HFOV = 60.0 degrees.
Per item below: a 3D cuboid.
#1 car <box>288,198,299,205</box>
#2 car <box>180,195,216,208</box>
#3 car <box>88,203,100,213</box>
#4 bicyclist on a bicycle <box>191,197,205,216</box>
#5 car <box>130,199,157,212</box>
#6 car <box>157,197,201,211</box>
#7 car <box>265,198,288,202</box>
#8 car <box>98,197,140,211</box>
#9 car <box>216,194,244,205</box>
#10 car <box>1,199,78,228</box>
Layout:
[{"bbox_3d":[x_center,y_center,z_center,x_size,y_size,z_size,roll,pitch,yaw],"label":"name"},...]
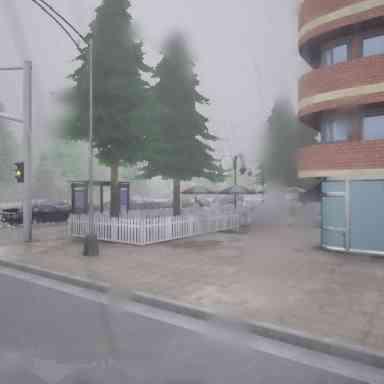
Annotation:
[{"bbox_3d":[16.942,1.450,48.488,4.892,1.490,1.837,0,0,-23],"label":"car"},{"bbox_3d":[0.830,1.508,46.488,4.181,1.385,1.994,0,0,-43],"label":"car"},{"bbox_3d":[-11.254,1.545,31.572,1.895,1.301,4.718,0,0,36],"label":"car"},{"bbox_3d":[0.434,1.245,27.308,1.656,1.620,0.582,0,0,36],"label":"bicyclist on a bicycle"},{"bbox_3d":[-5.784,1.545,38.931,1.895,1.301,4.718,0,0,37],"label":"car"},{"bbox_3d":[-1.418,1.545,38.670,1.895,1.301,4.718,0,0,38],"label":"car"},{"bbox_3d":[13.440,1.545,50.849,4.718,1.301,1.895,0,0,-26],"label":"car"},{"bbox_3d":[-8.832,1.422,40.636,1.882,1.535,5.008,0,0,38],"label":"car"},{"bbox_3d":[6.058,1.166,54.934,5.566,2.045,2.150,0,0,-31],"label":"car"},{"bbox_3d":[-9.615,1.435,21.579,2.128,1.511,4.902,0,0,36],"label":"car"}]
